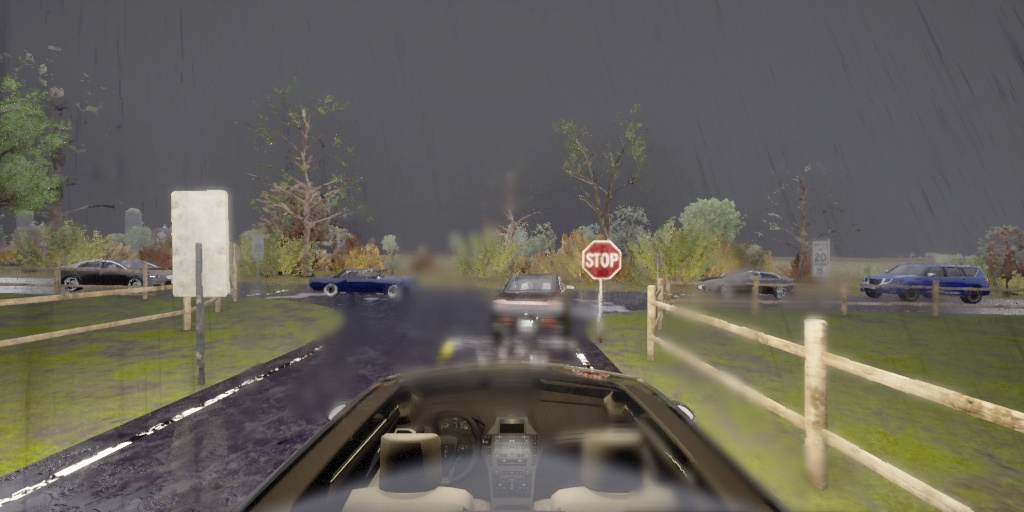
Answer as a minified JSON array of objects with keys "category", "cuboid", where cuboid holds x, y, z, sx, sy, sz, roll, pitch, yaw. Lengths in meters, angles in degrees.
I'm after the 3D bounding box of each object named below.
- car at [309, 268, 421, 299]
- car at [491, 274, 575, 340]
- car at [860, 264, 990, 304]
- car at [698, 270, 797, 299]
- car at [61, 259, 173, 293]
[{"category":"car","cuboid":[-6.823,1.248,17.059,4.718,1.301,1.895,1,1,0]},{"category":"car","cuboid":[0.706,1.240,10.029,2.128,1.511,4.902,0,0,9]},{"category":"car","cuboid":[22.899,1.466,19.977,5.566,2.045,2.150,1,1,0]},{"category":"car","cuboid":[13.003,1.525,19.988,4.902,1.511,2.128,1,1,0]},{"category":"car","cuboid":[-18.490,0.885,17.075,4.902,1.511,2.128,1,1,0]}]
